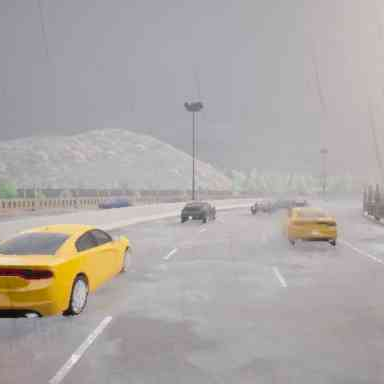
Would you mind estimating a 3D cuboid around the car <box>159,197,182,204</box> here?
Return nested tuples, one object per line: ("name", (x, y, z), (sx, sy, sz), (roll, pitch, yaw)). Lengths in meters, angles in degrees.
("car", (-2.723, 1.504, 45.577), (1.837, 1.490, 4.892), (0, 0, 27))

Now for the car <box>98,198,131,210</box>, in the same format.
("car", (-9.208, 1.477, 39.845), (1.882, 1.535, 5.008), (0, 0, 23))

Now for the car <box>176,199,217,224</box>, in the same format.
("car", (0.590, 1.504, 25.160), (1.837, 1.490, 4.892), (0, 0, 16))

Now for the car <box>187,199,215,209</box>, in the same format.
("car", (1.327, 1.599, 45.890), (1.895, 1.301, 4.718), (0, 0, 28))

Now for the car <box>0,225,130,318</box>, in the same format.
("car", (-2.845, 1.477, 7.574), (1.882, 1.535, 5.008), (0, 0, 5))

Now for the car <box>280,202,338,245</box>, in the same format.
("car", (5.405, 1.477, 15.656), (1.882, 1.535, 5.008), (0, 0, 11))

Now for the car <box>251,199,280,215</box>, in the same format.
("car", (7.409, 1.600, 33.790), (1.895, 1.301, 4.718), (0, 0, 23))

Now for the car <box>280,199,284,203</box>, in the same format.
("car", (11.907, 1.562, 42.886), (1.994, 1.385, 4.181), (0, 0, 29))

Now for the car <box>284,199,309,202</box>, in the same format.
("car", (10.634, 1.488, 32.450), (2.128, 1.511, 4.902), (0, 0, 23))
